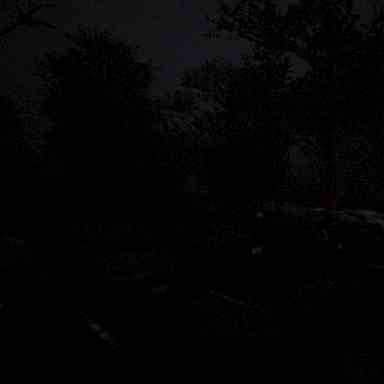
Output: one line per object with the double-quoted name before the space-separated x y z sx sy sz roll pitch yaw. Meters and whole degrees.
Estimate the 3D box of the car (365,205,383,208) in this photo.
"car" 6.959 1.476 14.770 2.002 1.452 4.674 0 0 -36

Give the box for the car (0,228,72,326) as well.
"car" -4.274 1.479 6.753 2.097 1.535 5.008 0 0 -36

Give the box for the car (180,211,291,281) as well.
"car" 0.240 1.487 10.015 2.163 1.488 4.792 0 0 -35

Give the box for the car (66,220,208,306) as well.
"car" -1.993 1.498 8.351 2.163 1.488 4.792 0 0 -35

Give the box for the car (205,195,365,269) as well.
"car" 2.538 1.197 11.585 2.435 2.045 5.566 0 0 -36

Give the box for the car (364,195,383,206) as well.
"car" 9.341 1.181 16.437 2.435 2.045 5.566 0 0 -35

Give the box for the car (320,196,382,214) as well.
"car" 16.117 1.270 34.059 2.033 1.411 5.357 -4 3 -35

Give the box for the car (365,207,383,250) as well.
"car" 4.794 1.442 13.222 2.097 1.535 5.008 0 0 -36
